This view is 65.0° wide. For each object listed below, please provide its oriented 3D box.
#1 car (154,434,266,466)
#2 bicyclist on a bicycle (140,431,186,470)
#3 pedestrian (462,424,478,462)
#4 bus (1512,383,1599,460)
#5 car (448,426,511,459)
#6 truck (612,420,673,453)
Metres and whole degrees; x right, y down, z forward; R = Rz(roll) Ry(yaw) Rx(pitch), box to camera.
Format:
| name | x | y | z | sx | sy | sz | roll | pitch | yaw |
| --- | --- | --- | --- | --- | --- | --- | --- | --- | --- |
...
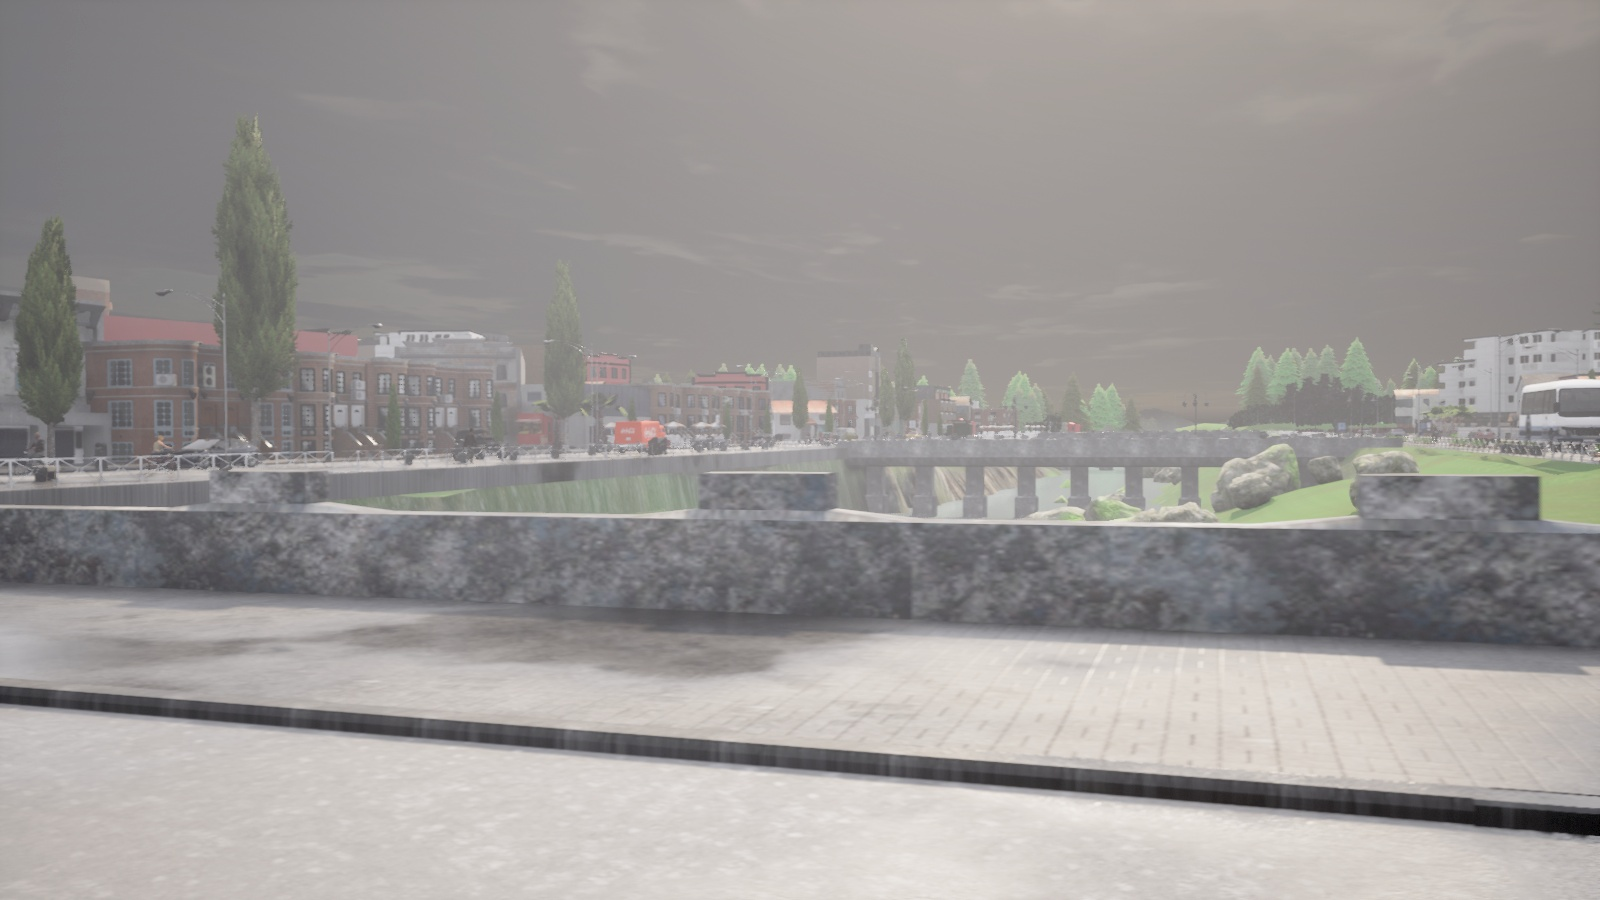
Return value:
| name | x | y | z | sx | sy | sz | roll | pitch | yaw |
| --- | --- | --- | --- | --- | --- | --- | --- | --- | --- |
| car | -28.395 | -0.042 | 60.610 | 2.163 | 1.488 | 4.792 | 0 | 1 | 19 |
| bicyclist on a bicycle | -26.789 | 0.007 | 52.831 | 0.866 | 1.612 | 1.509 | 0 | 1 | 19 |
| pedestrian | -16.255 | -0.356 | 61.839 | 0.431 | 1.840 | 0.703 | 0 | 1 | 21 |
| bus | 45.453 | -1.651 | 74.195 | 3.944 | 4.253 | 10.273 | 0 | 1 | 19 |
| car | -19.209 | -0.466 | 75.388 | 1.905 | 1.878 | 3.866 | 0 | 1 | 19 |
| truck | -12.083 | -1.061 | 96.592 | 2.627 | 2.467 | 5.204 | 0 | 1 | 19 |
